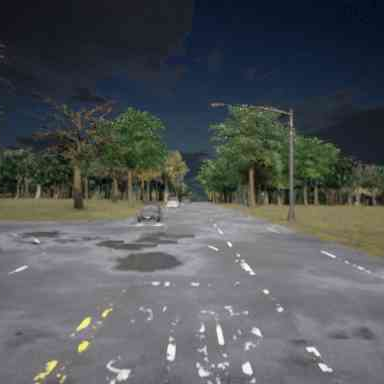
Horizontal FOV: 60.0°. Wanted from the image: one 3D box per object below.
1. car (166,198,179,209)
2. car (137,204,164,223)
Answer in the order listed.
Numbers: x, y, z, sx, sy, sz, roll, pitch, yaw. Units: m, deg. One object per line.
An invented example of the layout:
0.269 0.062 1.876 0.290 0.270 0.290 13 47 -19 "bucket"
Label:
-3.582 2.102 63.014 2.150 2.045 5.566 0 -1 0 "car"
-3.498 1.846 28.546 1.837 1.490 4.892 0 -1 0 "car"
